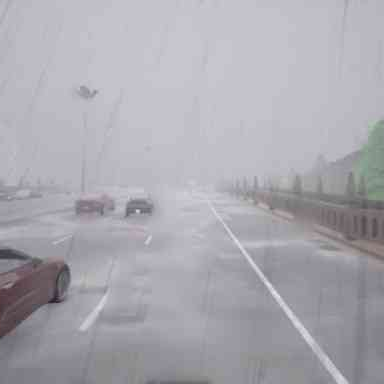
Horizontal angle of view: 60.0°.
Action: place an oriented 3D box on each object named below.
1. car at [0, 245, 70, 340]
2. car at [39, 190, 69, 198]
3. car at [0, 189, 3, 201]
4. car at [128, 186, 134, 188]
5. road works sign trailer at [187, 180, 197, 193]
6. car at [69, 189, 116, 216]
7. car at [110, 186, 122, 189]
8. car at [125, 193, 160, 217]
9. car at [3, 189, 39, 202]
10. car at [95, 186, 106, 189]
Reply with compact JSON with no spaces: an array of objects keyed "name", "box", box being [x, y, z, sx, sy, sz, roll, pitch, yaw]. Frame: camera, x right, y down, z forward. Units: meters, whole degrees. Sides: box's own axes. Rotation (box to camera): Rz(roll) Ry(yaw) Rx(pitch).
[{"name":"car","box":[-3.432,1.475,4.957,1.812,1.442,4.674,0,1,0]},{"name":"car","box":[-14.082,0.483,35.396,1.994,1.385,4.181,0,2,0]},{"name":"car","box":[-21.081,0.424,35.403,1.837,1.490,4.892,0,2,0]},{"name":"car","box":[-13.978,-0.617,76.409,1.994,1.385,4.181,0,-1,0]},{"name":"road works sign trailer","box":[0.024,-1.068,82.661,2.380,3.560,2.880,0,-4,0]},{"name":"car","box":[-6.909,0.790,24.189,1.882,1.535,5.008,0,2,0]},{"name":"car","box":[-17.478,-0.692,76.412,1.882,1.535,5.008,0,-1,0]},{"name":"car","box":[-3.412,0.850,23.307,1.837,1.490,4.892,0,2,0]},{"name":"car","box":[-17.582,0.449,35.283,1.812,1.442,4.674,0,2,0]},{"name":"car","box":[-20.978,-0.645,76.412,1.812,1.442,4.674,0,-1,0]}]
